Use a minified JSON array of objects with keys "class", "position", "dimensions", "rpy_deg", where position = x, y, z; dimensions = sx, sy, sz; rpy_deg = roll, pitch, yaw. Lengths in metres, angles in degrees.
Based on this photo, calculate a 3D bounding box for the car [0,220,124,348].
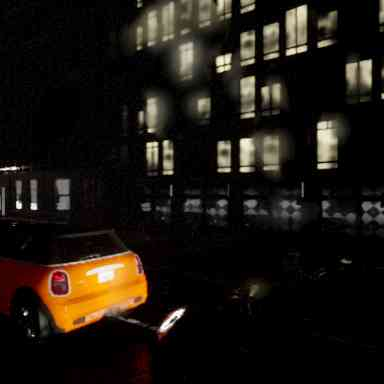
[{"class":"car","position":[-3.104,1.376,6.596],"dimensions":[4.553,1.767,2.097],"rpy_deg":[0,0,36]}]

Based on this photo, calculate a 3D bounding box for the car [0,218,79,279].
[{"class":"car","position":[-5.686,1.620,10.664],"dimensions":[4.206,1.307,1.802],"rpy_deg":[0,0,36]}]

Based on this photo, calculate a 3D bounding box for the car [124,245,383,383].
[{"class":"car","position":[1.764,1.370,3.089],"dimensions":[4.553,1.767,2.097],"rpy_deg":[0,0,36]}]
